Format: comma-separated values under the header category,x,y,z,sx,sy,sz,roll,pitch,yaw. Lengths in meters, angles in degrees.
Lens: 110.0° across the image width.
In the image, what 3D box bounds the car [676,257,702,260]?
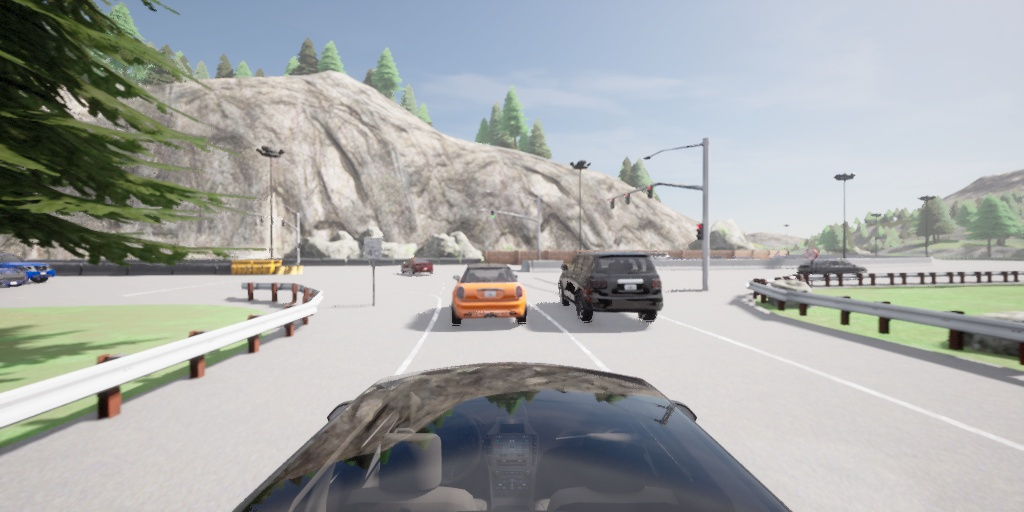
category,x,y,z,sx,sy,sz,roll,pitch,yaw
car,23.494,0.855,47.916,4.181,1.385,1.994,0,1,-10

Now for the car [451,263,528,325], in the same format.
category,x,y,z,sx,sy,sz,roll,pitch,yaw
car,-0.826,1.015,11.622,2.097,1.767,4.553,0,1,-7

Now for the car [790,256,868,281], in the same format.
category,x,y,z,sx,sy,sz,roll,pitch,yaw
car,23.529,0.991,26.344,4.892,1.490,1.837,0,0,-11

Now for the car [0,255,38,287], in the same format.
category,x,y,z,sx,sy,sz,roll,pitch,yaw
car,-30.651,0.959,20.073,4.553,1.767,2.097,0,1,-10

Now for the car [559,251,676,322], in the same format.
category,x,y,z,sx,sy,sz,roll,pitch,yaw
car,2.997,0.874,11.968,2.150,2.045,5.566,0,1,-2

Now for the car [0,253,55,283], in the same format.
category,x,y,z,sx,sy,sz,roll,pitch,yaw
car,-33.567,0.796,23.094,5.566,2.045,2.150,0,1,-10

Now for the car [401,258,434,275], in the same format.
category,x,y,z,sx,sy,sz,roll,pitch,yaw
car,-8.995,0.956,33.740,1.882,1.535,5.008,0,1,-33

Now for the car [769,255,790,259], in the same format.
category,x,y,z,sx,sy,sz,roll,pitch,yaw
car,37.951,0.719,50.663,5.008,1.535,1.882,0,1,-12
